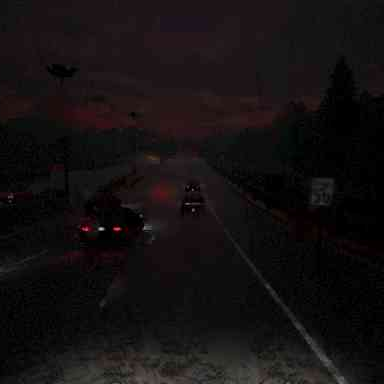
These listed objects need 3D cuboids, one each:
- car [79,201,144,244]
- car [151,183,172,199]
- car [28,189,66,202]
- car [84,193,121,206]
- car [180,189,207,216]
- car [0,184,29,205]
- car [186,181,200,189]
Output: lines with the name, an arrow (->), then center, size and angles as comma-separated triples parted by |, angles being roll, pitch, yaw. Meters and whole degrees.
car -> -3.400, 1.390, 14.959 | 2.033, 1.411, 5.357 | 0, 1, 0
car -> -3.398, -0.275, 37.601 | 2.097, 1.767, 4.553 | 0, 6, 0
car -> -14.092, 0.376, 33.247 | 1.994, 1.385, 4.181 | 0, 5, 0
car -> -6.900, 0.846, 26.129 | 1.882, 1.535, 5.008 | 0, 4, 0
car -> 0.101, 0.893, 25.580 | 2.128, 1.511, 4.902 | 0, 4, 0
car -> -17.593, 0.208, 32.765 | 2.097, 1.767, 4.553 | 0, 5, 0
car -> 0.109, -0.858, 44.542 | 1.895, 1.301, 4.718 | 0, 7, 0
